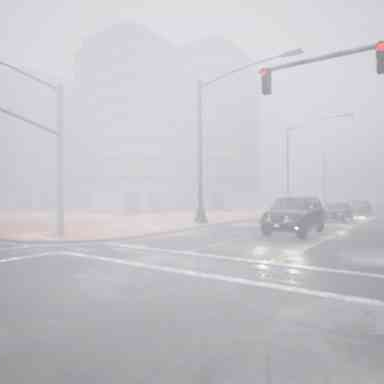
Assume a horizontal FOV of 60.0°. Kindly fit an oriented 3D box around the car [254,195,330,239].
[{"bbox_3d":[5.675,1.283,18.370,2.150,2.045,5.566,-1,-1,35],"label":"car"}]

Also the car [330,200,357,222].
[{"bbox_3d":[11.683,1.566,26.838,1.837,1.490,4.892,-1,0,35],"label":"car"}]

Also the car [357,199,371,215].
[{"bbox_3d":[17.700,1.552,35.309,2.128,1.511,4.902,-1,0,35],"label":"car"}]
